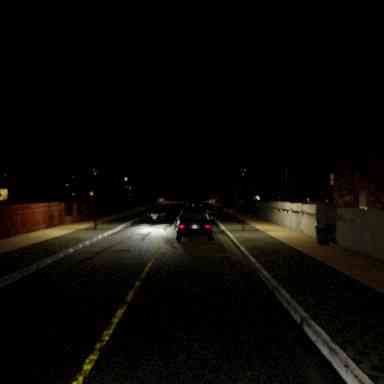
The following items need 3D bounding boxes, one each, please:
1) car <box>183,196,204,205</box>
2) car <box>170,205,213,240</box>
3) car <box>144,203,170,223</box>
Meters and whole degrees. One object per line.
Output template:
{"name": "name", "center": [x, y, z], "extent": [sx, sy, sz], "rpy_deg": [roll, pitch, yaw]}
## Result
{"name": "car", "center": [0.158, 1.476, 36.624], "extent": [2.150, 2.045, 5.566], "rpy_deg": [0, 0, 0]}
{"name": "car", "center": [0.133, 1.669, 17.810], "extent": [2.033, 1.411, 5.357], "rpy_deg": [0, 0, 0]}
{"name": "car", "center": [-2.790, 1.680, 27.458], "extent": [2.128, 1.511, 4.902], "rpy_deg": [0, 0, 0]}
